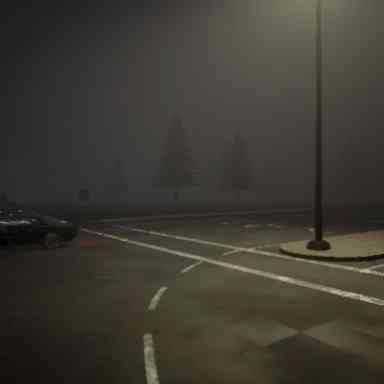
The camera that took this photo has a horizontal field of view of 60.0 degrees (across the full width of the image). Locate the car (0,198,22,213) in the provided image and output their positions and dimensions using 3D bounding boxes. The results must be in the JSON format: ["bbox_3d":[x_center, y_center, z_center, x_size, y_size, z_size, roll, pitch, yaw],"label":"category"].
[{"bbox_3d":[-15.641,1.526,28.169,1.812,1.442,4.674,0,0,-35],"label":"car"}]

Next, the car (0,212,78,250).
[{"bbox_3d":[-7.103,1.620,13.022,4.718,1.301,1.895,0,0,-36],"label":"car"}]

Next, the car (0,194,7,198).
[{"bbox_3d":[-21.236,1.222,36.215,2.150,2.045,5.566,0,0,-35],"label":"car"}]
